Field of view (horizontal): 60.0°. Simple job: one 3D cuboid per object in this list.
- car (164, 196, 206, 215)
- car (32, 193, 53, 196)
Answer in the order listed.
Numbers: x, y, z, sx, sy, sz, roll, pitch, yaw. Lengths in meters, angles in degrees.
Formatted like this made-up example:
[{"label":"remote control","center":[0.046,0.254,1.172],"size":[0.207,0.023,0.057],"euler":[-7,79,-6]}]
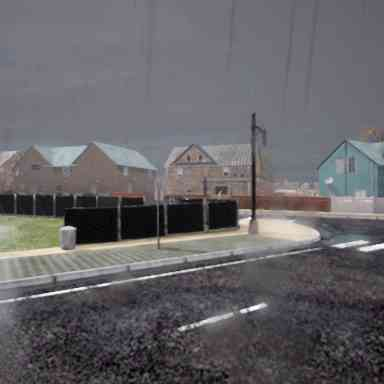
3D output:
[{"label":"car","center":[-1.040,1.075,25.474],"size":[5.008,1.535,1.882],"euler":[1,0,18]},{"label":"car","center":[-12.979,0.880,29.554],"size":[5.008,1.535,1.882],"euler":[2,1,19]}]
